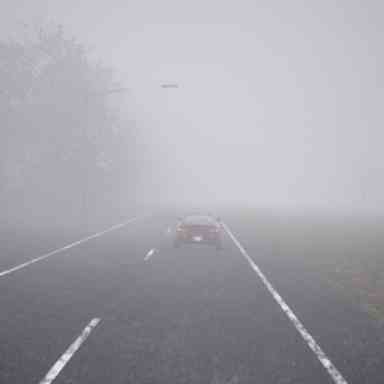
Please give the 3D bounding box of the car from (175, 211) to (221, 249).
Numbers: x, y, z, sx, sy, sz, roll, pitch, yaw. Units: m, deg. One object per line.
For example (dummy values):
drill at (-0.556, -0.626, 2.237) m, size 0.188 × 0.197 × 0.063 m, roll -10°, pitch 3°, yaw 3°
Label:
car at (0.284, 1.562, 14.586) m, size 1.812 × 1.442 × 4.674 m, roll 1°, pitch 0°, yaw 1°

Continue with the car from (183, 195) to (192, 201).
car at (-1.494, 1.727, 90.361) m, size 1.994 × 1.385 × 4.181 m, roll 1°, pitch 0°, yaw 1°

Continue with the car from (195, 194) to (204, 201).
car at (1.999, 1.443, 89.907) m, size 2.150 × 2.045 × 5.566 m, roll 1°, pitch 0°, yaw 1°
